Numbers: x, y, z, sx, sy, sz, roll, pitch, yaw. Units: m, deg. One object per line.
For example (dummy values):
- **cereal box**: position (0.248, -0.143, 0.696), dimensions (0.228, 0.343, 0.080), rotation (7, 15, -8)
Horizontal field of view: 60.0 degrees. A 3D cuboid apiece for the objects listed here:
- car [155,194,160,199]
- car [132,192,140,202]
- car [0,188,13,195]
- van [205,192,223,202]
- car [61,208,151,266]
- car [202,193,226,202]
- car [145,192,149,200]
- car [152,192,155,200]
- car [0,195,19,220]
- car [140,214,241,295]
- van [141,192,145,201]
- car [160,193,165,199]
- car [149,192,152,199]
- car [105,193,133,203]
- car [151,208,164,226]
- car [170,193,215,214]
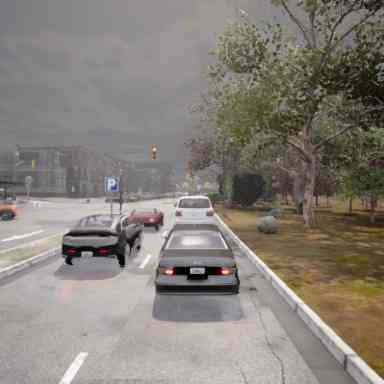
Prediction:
- **car**: position (-11.559, 1.355, 88.758), dimensions (4.674, 1.452, 2.002), rotation (-1, 0, -12)
- **car**: position (-13.880, 1.314, 67.813), dimensions (5.366, 1.575, 1.946), rotation (-1, 0, -15)
- **car**: position (-31.231, 0.136, 55.668), dimensions (2.002, 1.452, 4.674), rotation (6, -3, -19)
- **van**: position (4.203, 1.041, 67.437), dimensions (4.442, 1.987, 1.878), rotation (1, 0, -14)
- **car**: position (-2.902, 1.504, 11.616), dimensions (2.128, 1.511, 4.902), rotation (0, 0, 0)
- **car**: position (4.583, 1.140, 70.407), dimensions (4.553, 1.767, 2.185), rotation (1, 0, -14)
- **car**: position (-13.104, 1.320, 76.777), dimensions (4.892, 1.521, 2.231), rotation (-1, 0, -14)
- **car**: position (-12.367, 1.357, 82.775), dimensions (4.674, 1.452, 2.002), rotation (-1, 0, -13)
- **car**: position (-16.659, 1.404, 27.011), dimensions (4.553, 1.767, 2.185), rotation (-1, 0, -19)
- **car**: position (0.096, 1.556, 8.857), dimensions (2.033, 1.411, 5.357), rotation (0, 0, 0)
- **van**: position (-13.329, 1.091, 73.805), dimensions (4.442, 1.987, 1.878), rotation (-1, 0, -14)
- **car**: position (-11.112, 1.062, 91.764), dimensions (5.566, 2.045, 2.435), rotation (-1, 0, -12)
- **car**: position (-12.735, 1.357, 79.772), dimensions (4.674, 1.452, 2.002), rotation (-1, 0, -13)
- **car**: position (-14.521, 1.357, 64.820), dimensions (4.792, 1.488, 2.163), rotation (-1, 0, -15)
- **car**: position (-2.853, 1.628, 21.068), dimensions (1.895, 1.301, 4.718), rotation (0, 0, 0)
- **car**: position (0.130, 1.245, 19.106), dimensions (2.150, 2.045, 5.566), rotation (0, 0, 0)
